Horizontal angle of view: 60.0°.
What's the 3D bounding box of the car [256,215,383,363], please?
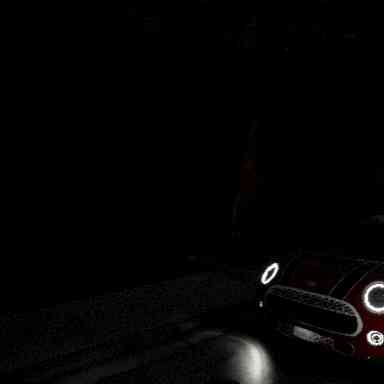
[{"bbox_3d":[3.154,1.258,5.902,4.553,1.767,2.097,-1,1,-42],"label":"car"}]
